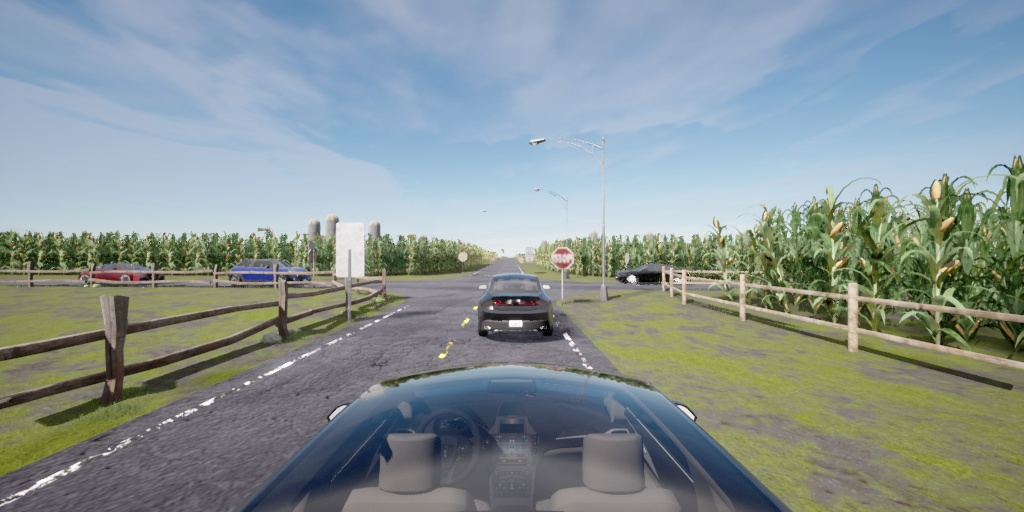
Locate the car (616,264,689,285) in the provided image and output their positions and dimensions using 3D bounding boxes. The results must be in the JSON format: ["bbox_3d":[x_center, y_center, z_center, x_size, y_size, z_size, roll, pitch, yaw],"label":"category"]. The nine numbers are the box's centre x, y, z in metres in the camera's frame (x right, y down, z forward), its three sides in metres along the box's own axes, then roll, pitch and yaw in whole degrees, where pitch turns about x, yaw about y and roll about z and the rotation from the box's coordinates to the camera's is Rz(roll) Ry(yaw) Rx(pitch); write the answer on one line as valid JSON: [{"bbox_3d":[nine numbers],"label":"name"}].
[{"bbox_3d":[10.220,1.318,26.317,5.008,1.535,1.882,0,-1,3],"label":"car"}]

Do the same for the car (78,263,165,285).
[{"bbox_3d":[-25.508,1.161,23.521,4.181,1.385,1.994,0,-1,1],"label":"car"}]

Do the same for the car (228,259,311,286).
[{"bbox_3d":[-15.670,1.002,23.395,4.553,1.767,2.097,0,-1,2],"label":"car"}]

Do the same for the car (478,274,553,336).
[{"bbox_3d":[0.078,1.255,10.369,1.837,1.490,4.892,0,0,0],"label":"car"}]

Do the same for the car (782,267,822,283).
[{"bbox_3d":[22.133,1.426,26.121,4.892,1.490,1.837,1,-1,0],"label":"car"}]
